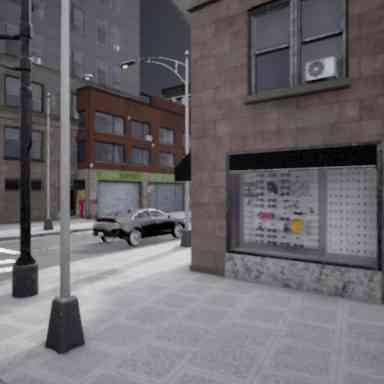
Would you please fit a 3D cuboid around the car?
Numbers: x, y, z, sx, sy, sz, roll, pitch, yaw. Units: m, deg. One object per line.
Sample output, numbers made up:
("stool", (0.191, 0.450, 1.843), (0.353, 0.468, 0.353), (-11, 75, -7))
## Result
("car", (-2.217, 1.452, 15.195), (2.128, 1.511, 4.902), (0, 0, 35))
